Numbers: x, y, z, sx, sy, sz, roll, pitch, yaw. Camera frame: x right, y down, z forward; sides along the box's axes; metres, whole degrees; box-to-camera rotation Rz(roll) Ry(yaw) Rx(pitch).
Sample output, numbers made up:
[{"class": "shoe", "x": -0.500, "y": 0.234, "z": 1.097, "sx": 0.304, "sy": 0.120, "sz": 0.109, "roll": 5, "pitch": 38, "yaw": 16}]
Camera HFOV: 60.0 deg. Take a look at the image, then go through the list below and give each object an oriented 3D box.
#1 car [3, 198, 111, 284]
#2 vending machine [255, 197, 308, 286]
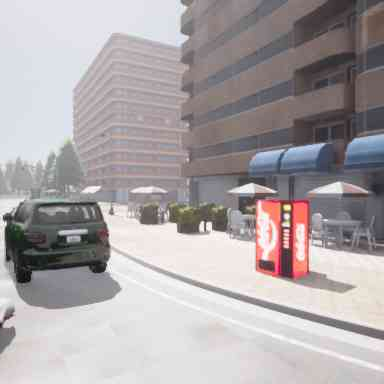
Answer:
[{"class": "car", "x": -4.184, "y": 1.209, "z": 9.907, "sx": 2.150, "sy": 2.045, "sz": 5.566, "roll": 0, "pitch": -1, "yaw": -33}, {"class": "vending machine", "x": 2.328, "y": 1.193, "z": 8.632, "sx": 1.100, "sy": 2.100, "sz": 0.880, "roll": 0, "pitch": 0, "yaw": -42}]
